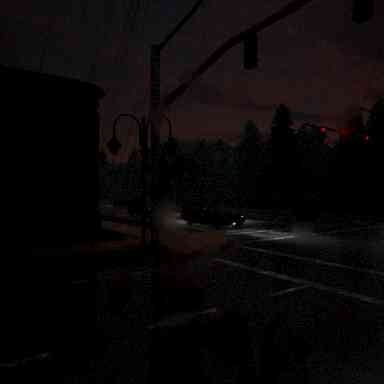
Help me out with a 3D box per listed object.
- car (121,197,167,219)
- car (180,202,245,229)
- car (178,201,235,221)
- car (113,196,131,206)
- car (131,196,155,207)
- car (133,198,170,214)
[{"bbox_3d":[-4.053,1.492,29.513,2.128,1.511,4.902,0,0,-35],"label":"car"},{"bbox_3d":[1.287,1.601,21.875,1.895,1.301,4.718,0,0,-35],"label":"car"},{"bbox_3d":[1.084,1.547,28.264,2.033,1.411,5.357,0,0,-35],"label":"car"},{"bbox_3d":[-10.561,1.352,51.316,2.097,1.767,4.553,0,0,-35],"label":"car"},{"bbox_3d":[-7.997,1.505,53.761,1.837,1.490,4.892,0,0,-35],"label":"car"},{"bbox_3d":[-4.532,1.478,36.337,1.882,1.535,5.008,0,0,-34],"label":"car"}]
